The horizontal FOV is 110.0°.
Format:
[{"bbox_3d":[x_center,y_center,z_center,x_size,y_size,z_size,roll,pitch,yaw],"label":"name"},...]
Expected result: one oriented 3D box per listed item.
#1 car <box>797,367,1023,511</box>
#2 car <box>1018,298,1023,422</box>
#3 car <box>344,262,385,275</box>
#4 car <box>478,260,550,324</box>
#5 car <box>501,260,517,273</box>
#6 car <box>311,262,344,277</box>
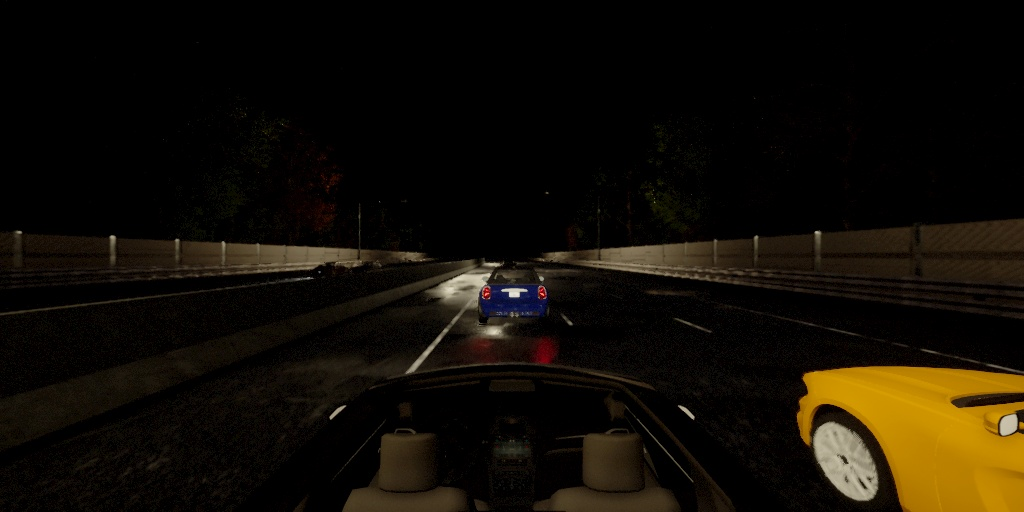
[{"bbox_3d":[3.592,1.227,1.277,1.882,1.535,5.008,0,0,0],"label":"car"},{"bbox_3d":[7.092,1.254,1.925,1.837,1.490,4.892,0,0,0],"label":"car"},{"bbox_3d":[-14.351,1.315,35.913,2.033,1.411,5.357,0,0,-1],"label":"car"},{"bbox_3d":[0.052,1.106,12.191,2.097,1.767,4.553,0,0,0],"label":"car"},{"bbox_3d":[-0.441,1.271,44.226,1.837,1.490,4.892,0,0,-1],"label":"car"},{"bbox_3d":[-17.846,1.325,35.184,1.994,1.385,4.181,0,0,-1],"label":"car"}]
